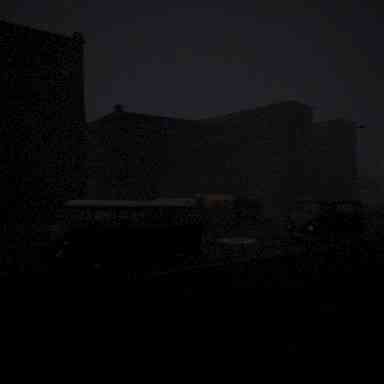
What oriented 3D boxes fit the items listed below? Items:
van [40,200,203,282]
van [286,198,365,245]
[{"bbox_3d":[-1.847,1.223,9.421,4.442,1.987,1.878,2,-1,-38],"label":"van"},{"bbox_3d":[6.153,1.285,15.340,4.442,1.987,1.878,2,-1,-38],"label":"van"}]
